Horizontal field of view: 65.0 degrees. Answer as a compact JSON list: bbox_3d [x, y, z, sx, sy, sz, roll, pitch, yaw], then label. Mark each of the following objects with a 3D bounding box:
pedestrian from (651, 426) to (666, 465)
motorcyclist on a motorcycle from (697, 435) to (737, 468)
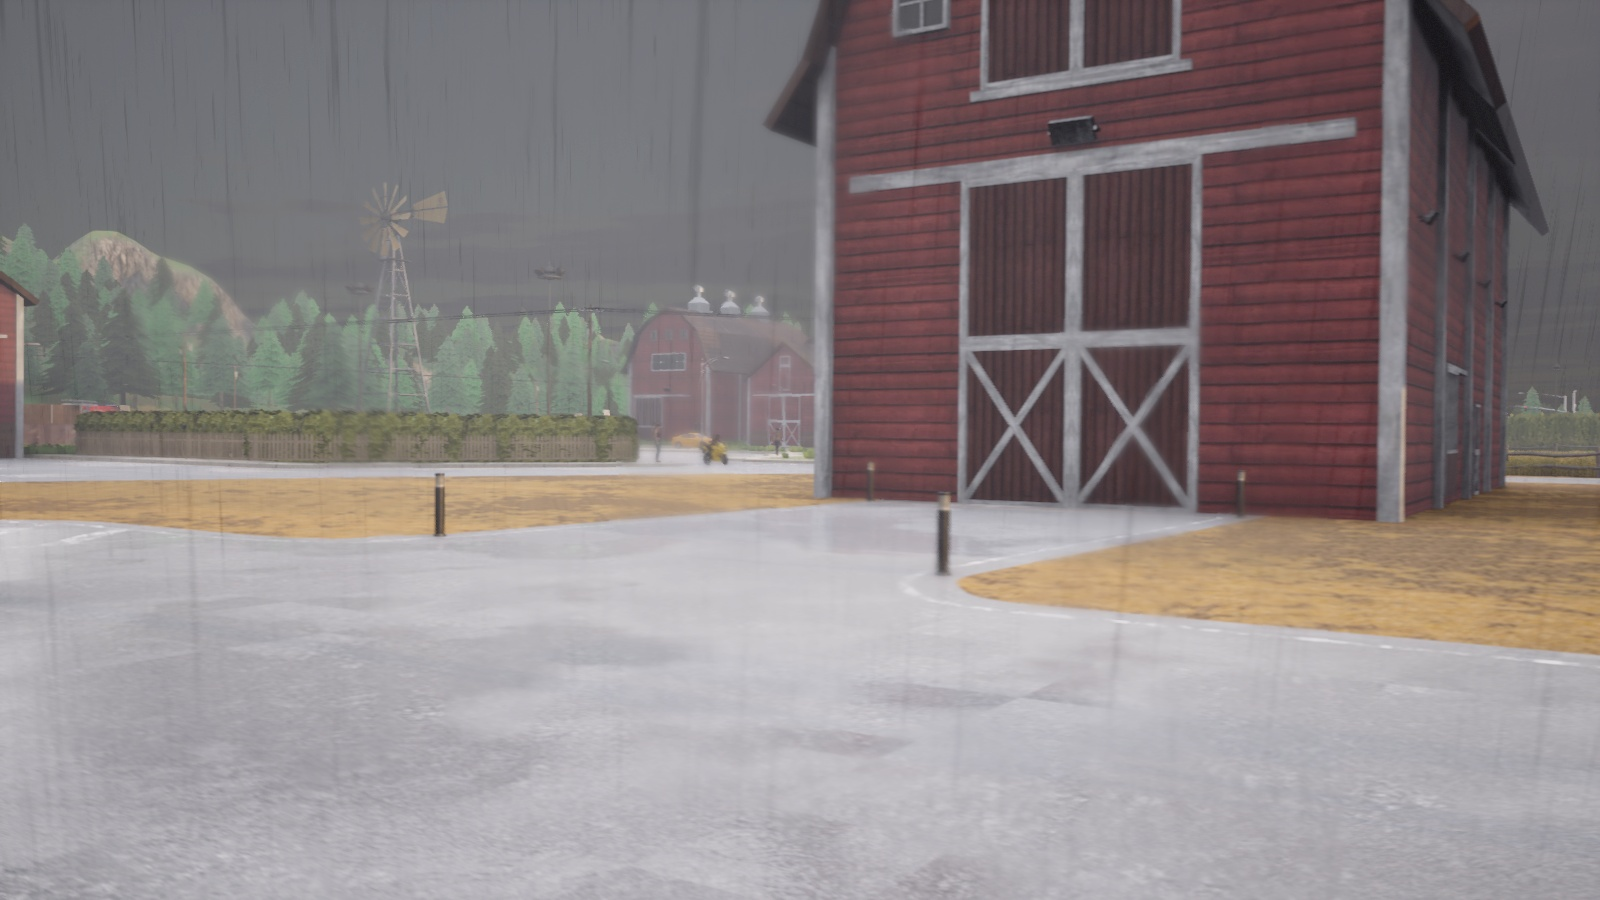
[{"bbox_3d":[-6.631,-0.218,58.944,0.594,1.836,0.345,0,1,11],"label":"pedestrian"},{"bbox_3d":[-4.013,0.063,60.571,0.797,1.523,2.044,-1,1,-42],"label":"motorcyclist on a motorcycle"}]
